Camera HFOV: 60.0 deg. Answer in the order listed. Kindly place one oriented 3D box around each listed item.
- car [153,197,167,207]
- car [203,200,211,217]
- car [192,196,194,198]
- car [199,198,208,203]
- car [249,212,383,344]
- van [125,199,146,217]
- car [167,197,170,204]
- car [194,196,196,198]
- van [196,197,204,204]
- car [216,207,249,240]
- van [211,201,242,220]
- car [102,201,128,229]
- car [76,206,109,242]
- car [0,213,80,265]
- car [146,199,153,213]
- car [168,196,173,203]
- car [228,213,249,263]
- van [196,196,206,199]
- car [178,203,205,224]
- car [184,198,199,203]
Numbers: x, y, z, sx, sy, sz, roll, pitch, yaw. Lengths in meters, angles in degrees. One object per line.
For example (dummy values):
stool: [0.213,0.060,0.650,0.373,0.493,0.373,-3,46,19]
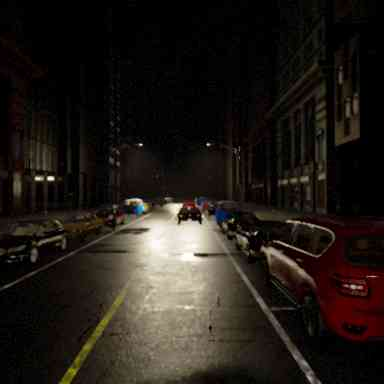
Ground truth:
car: [-6.416,1.862,62.702,2.192,1.841,5.009,0,-1,-1]
car: [2.410,1.846,34.625,1.947,1.339,4.313,0,0,-1]
car: [1.806,2.220,90.986,1.967,1.590,4.097,0,-1,-1]
car: [2.289,1.920,45.898,1.887,1.381,4.507,0,0,-1]
car: [2.712,1.361,6.447,2.192,1.841,5.009,0,0,-1]
van: [-6.114,1.647,34.523,1.690,1.788,3.998,0,0,-1]
car: [-6.537,2.193,73.971,1.887,1.381,4.507,0,-1,-1]
car: [2.047,1.888,68.444,2.192,1.841,5.009,0,-1,-1]
van: [1.927,2.017,79.716,1.690,1.788,3.998,0,-1,-1]
car: [2.591,1.706,17.716,1.947,1.339,4.313,0,0,-1]
van: [2.531,1.528,23.355,1.690,1.788,3.998,0,0,-1]
car: [-5.993,1.652,23.250,1.967,1.590,4.097,0,0,-1]
car: [-5.931,1.689,17.444,1.752,1.417,4.829,0,0,-1]
car: [-5.873,1.669,11.978,2.008,1.369,4.403,0,0,-1]
car: [-6.173,1.876,39.987,1.752,1.417,4.829,0,0,-1]
car: [-6.658,2.303,85.242,2.008,1.369,4.403,0,-1,-1]
car: [2.652,1.659,12.080,1.947,1.339,4.313,0,0,-1]
van: [2.108,1.863,62.808,1.690,1.788,3.998,0,-1,-1]
car: [-0.177,1.828,27.163,1.895,1.301,4.718,0,0,-1]
car: [-0.353,1.887,43.277,1.812,1.442,4.674,0,0,-1]
